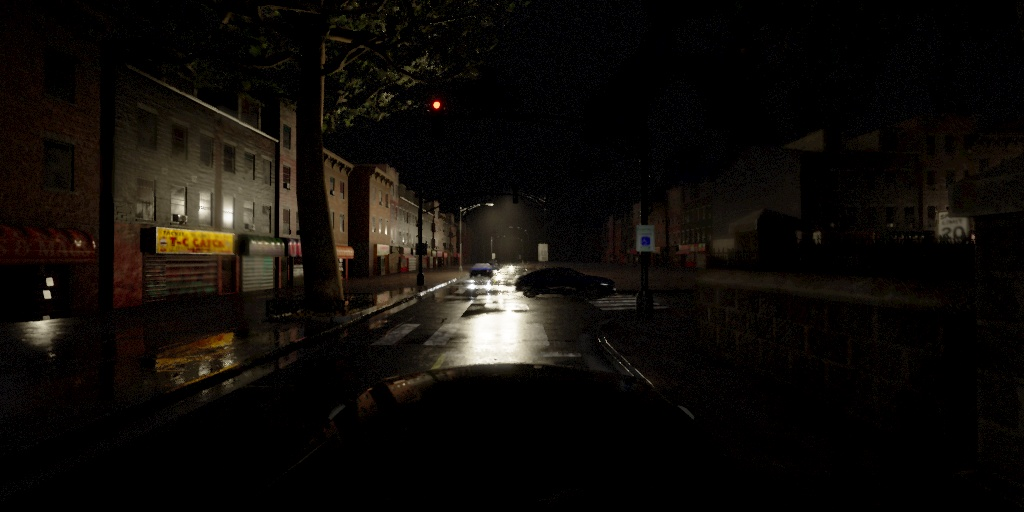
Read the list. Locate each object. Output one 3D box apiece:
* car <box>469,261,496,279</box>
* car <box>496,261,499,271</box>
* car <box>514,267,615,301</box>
[{"bbox_3d":[-2.792,1.365,32.926,1.895,1.301,4.718,0,0,0],"label":"car"},{"bbox_3d":[-2.750,1.346,50.496,2.033,1.411,5.357,0,0,0],"label":"car"},{"bbox_3d":[2.358,1.225,16.653,4.674,1.442,1.812,-1,1,24],"label":"car"}]
